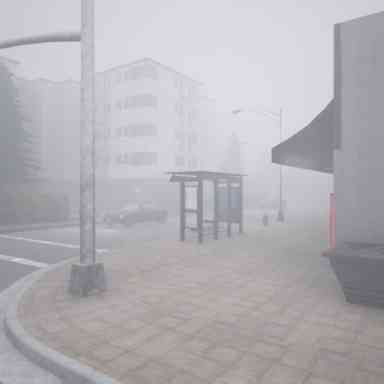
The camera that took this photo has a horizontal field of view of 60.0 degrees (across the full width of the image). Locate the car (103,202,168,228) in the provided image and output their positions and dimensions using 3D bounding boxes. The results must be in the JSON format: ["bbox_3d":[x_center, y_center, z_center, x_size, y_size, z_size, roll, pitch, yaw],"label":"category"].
[{"bbox_3d":[-3.384,1.348,20.853,1.812,1.442,4.674,0,0,36],"label":"car"}]

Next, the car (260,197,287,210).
[{"bbox_3d":[9.624,1.329,38.904,1.837,1.490,4.892,0,-1,36],"label":"car"}]
